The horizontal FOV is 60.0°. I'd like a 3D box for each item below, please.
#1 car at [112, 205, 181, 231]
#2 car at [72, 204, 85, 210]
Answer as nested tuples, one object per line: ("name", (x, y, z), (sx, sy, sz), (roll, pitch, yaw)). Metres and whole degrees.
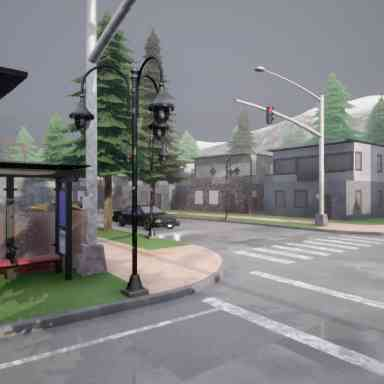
("car", (-3.030, 1.528, 20.807), (2.033, 1.411, 5.357), (0, 0, -42))
("car", (-10.920, 1.459, 27.712), (5.008, 1.535, 1.882), (0, 0, 37))
